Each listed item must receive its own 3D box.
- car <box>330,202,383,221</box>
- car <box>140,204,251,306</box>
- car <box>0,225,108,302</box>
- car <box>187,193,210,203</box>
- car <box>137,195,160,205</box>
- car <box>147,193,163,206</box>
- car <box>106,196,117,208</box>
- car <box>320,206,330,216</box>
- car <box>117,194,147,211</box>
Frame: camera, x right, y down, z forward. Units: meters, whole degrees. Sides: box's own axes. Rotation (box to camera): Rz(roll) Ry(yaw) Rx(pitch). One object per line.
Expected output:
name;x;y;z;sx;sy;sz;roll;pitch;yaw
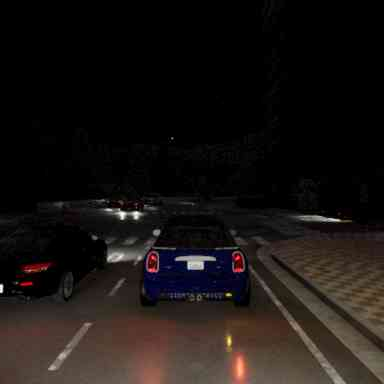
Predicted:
car;14.111;1.600;27.371;4.181;1.385;1.994;0;0;0
car;0.067;1.346;8.154;2.097;1.767;4.553;0;0;0
car;-3.432;1.520;8.106;1.812;1.442;4.674;0;0;0
car;0.988;1.478;67.818;1.812;1.442;4.674;0;0;42
car;-7.794;1.436;59.806;1.882;1.535;5.008;0;0;23
car;-6.351;1.178;52.802;2.150;2.045;5.566;0;1;12
car;-10.329;1.319;46.480;2.097;1.767;4.553;0;0;4
car;14.143;1.597;30.887;4.181;1.385;1.994;0;0;0
car;-7.089;1.324;39.598;2.097;1.767;4.553;0;0;1
